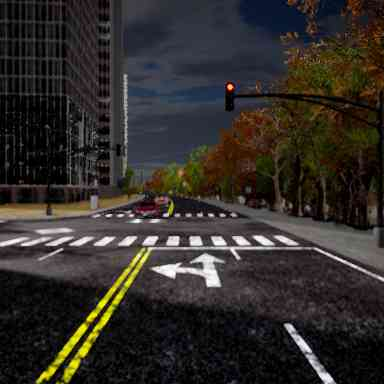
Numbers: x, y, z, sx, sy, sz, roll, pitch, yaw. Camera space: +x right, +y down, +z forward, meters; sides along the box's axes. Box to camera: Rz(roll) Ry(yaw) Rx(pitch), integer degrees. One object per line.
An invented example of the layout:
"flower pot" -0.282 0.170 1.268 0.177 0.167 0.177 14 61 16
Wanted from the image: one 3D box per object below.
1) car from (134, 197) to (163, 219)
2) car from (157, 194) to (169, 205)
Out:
"car" -3.697 1.459 28.125 1.812 1.442 4.674 0 1 -2
"car" -4.948 1.128 55.161 2.097 1.767 4.553 0 0 -3
